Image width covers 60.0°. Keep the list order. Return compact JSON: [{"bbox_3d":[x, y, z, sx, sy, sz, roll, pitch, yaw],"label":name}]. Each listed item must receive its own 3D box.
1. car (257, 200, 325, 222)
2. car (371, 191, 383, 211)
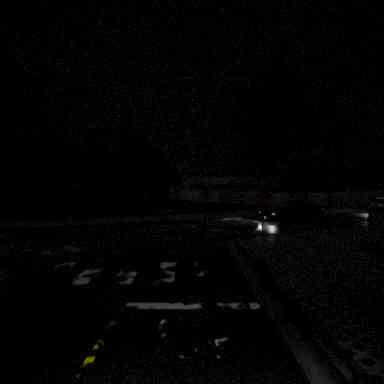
[{"bbox_3d":[7.357,1.332,24.408,5.357,1.411,2.033,-1,3,-30],"label":"car"},{"bbox_3d":[19.497,0.769,31.973,5.566,2.045,2.150,-2,4,-35],"label":"car"}]
